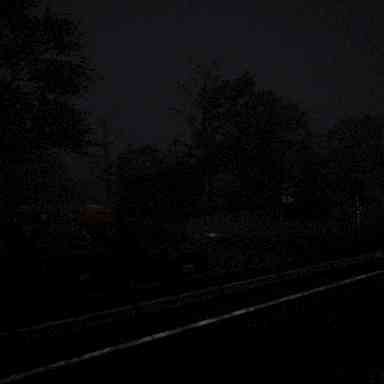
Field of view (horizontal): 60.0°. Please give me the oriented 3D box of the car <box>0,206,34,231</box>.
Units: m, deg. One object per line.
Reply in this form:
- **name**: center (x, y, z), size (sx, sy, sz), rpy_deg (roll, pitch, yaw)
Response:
- **car**: center (-11.256, 1.600, 19.944), size (2.163, 1.488, 4.792), rpy_deg (0, 0, -35)

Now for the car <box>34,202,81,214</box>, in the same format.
- **car**: center (-9.126, 1.454, 21.516), size (2.185, 1.767, 4.553), rpy_deg (0, 0, -35)

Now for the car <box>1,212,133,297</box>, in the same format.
- **car**: center (-3.758, 1.577, 9.270), size (2.097, 1.535, 5.008), rpy_deg (0, 0, -35)

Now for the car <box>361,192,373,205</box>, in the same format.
- **car**: center (19.634, 0.916, 42.023), size (2.002, 1.452, 4.674), rpy_deg (0, 0, -35)

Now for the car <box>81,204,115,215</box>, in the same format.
- **car**: center (-6.839, 1.589, 23.080), size (2.097, 1.535, 5.008), rpy_deg (0, 0, -35)

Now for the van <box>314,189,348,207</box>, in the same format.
- **van**: center (15.240, 0.674, 38.780), size (1.878, 1.987, 4.442), rpy_deg (0, 1, -35)

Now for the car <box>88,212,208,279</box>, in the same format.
- **car**: center (-1.467, 1.617, 10.838), size (2.163, 1.488, 4.792), rpy_deg (0, 0, -35)

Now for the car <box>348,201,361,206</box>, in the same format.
- **car**: center (17.355, 0.927, 40.422), size (2.002, 1.452, 4.674), rpy_deg (0, 0, -35)

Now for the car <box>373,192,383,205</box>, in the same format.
- **car**: center (22.003, 0.887, 43.717), size (2.163, 1.488, 4.792), rpy_deg (0, 0, -35)
